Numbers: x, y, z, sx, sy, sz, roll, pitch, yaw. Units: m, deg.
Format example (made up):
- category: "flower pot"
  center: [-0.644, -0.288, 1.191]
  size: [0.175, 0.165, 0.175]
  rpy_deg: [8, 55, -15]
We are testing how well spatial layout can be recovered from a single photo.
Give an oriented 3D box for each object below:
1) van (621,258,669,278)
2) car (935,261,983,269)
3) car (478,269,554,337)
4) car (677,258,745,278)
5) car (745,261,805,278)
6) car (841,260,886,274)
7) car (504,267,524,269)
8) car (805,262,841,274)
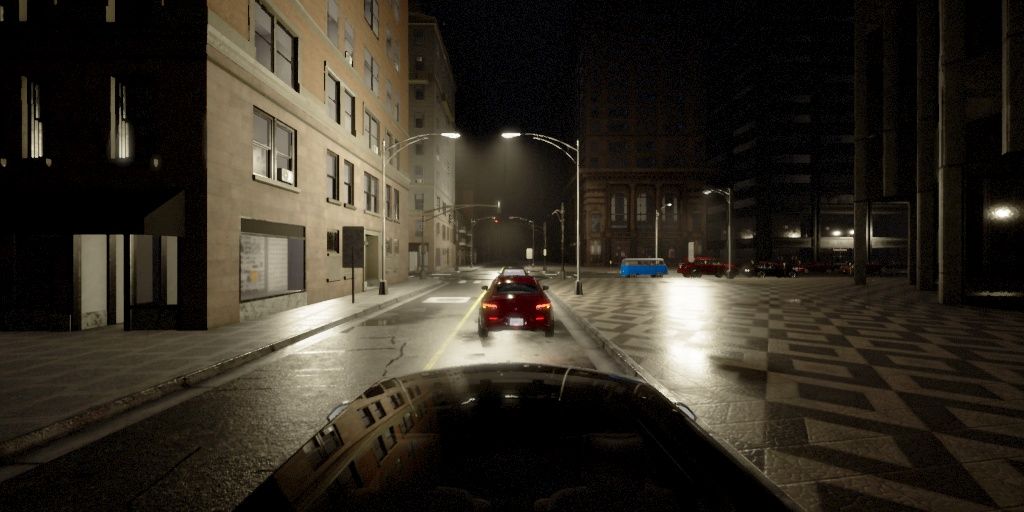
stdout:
- category: "van"
  center: [11.749, 1.103, 31.916]
  size: [3.998, 1.789, 1.690]
  rpy_deg: [0, 0, -1]
- category: "car"
  center: [39.947, 1.188, 32.326]
  size: [4.097, 1.591, 1.967]
  rpy_deg: [0, 0, -1]
- category: "car"
  center: [0.097, 1.271, 10.105]
  size: [1.812, 1.442, 4.674]
  rpy_deg: [0, 0, 0]
- category: "car"
  center: [17.390, 1.076, 31.998]
  size: [5.009, 1.841, 2.192]
  rpy_deg: [0, 0, -1]
- category: "car"
  center: [23.030, 1.324, 32.080]
  size: [4.313, 1.339, 1.948]
  rpy_deg: [0, 0, -1]
- category: "car"
  center: [39.848, 1.183, 40.851]
  size: [4.097, 1.591, 1.967]
  rpy_deg: [0, 0, -1]
- category: "car"
  center: [0.114, 1.302, 19.977]
  size: [1.994, 1.385, 4.181]
  rpy_deg: [0, 0, 0]
- category: "car"
  center: [34.209, 1.329, 40.769]
  size: [4.207, 1.307, 1.802]
  rpy_deg: [0, 0, -1]
